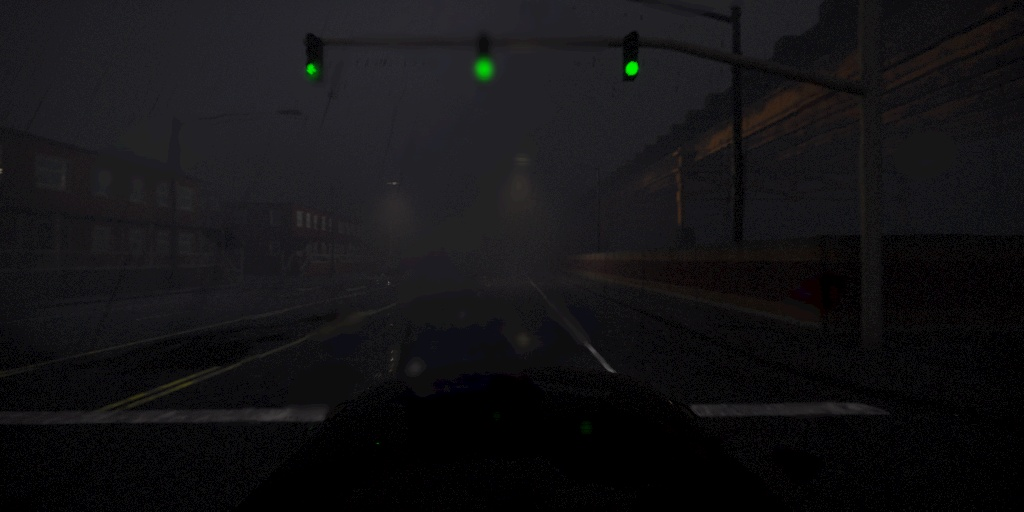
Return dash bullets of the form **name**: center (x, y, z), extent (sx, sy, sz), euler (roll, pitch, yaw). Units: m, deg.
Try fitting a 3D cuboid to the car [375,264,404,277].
- **car**: center (-14.008, 1.630, 41.476), extent (2.033, 1.411, 5.357), euler (0, 0, 0)
